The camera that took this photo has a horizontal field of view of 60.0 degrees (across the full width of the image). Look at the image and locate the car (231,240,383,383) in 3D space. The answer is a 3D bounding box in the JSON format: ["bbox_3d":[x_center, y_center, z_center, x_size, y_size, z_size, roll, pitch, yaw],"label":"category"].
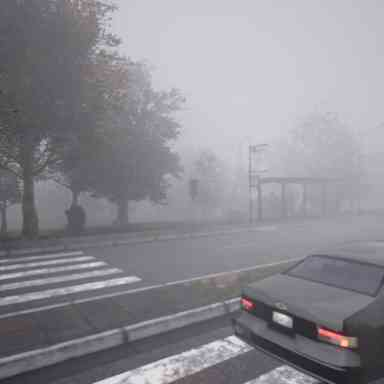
[{"bbox_3d":[3.098,1.522,5.346,5.357,1.411,2.033,0,0,-36],"label":"car"}]
